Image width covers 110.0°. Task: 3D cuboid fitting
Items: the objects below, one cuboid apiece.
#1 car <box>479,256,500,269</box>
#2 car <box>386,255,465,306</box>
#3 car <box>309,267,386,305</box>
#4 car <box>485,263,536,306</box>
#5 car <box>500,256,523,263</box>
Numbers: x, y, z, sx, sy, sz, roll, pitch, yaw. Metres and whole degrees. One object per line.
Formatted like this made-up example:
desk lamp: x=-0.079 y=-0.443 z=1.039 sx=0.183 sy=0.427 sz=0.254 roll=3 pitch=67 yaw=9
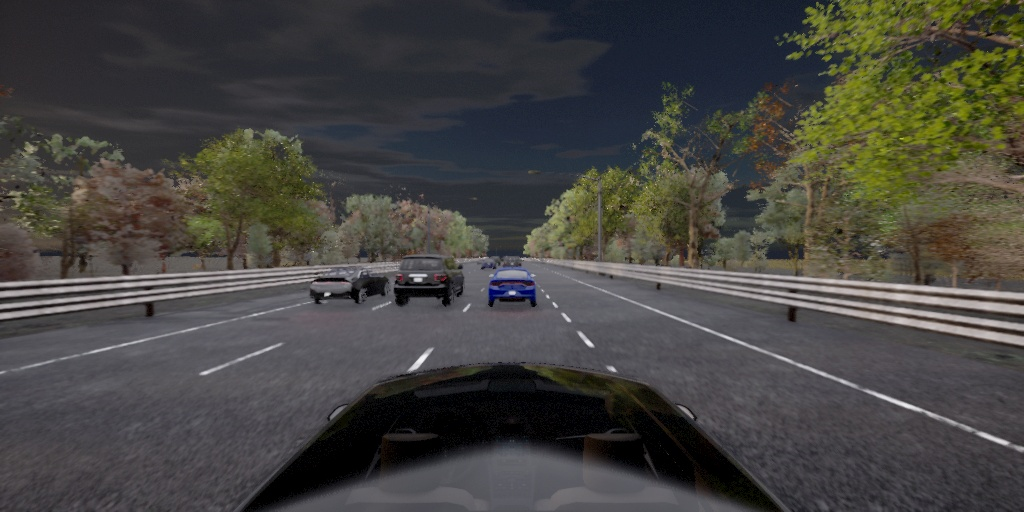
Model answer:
car: x=-3.451 y=1.139 z=55.569 sx=2.097 sy=1.767 sz=4.553 roll=0 pitch=0 yaw=0
car: x=-3.486 y=0.975 z=15.990 sx=2.150 sy=2.045 sz=5.566 roll=0 pitch=0 yaw=0
car: x=-6.987 y=1.247 z=16.003 sx=2.128 sy=1.511 sz=4.902 roll=0 pitch=0 yaw=0
car: x=0.016 y=1.229 z=15.887 sx=1.882 sy=1.535 sz=5.008 roll=0 pitch=0 yaw=0
car: x=0.036 y=0.993 z=41.628 sx=2.150 sy=2.045 sz=5.566 roll=0 pitch=0 yaw=0
